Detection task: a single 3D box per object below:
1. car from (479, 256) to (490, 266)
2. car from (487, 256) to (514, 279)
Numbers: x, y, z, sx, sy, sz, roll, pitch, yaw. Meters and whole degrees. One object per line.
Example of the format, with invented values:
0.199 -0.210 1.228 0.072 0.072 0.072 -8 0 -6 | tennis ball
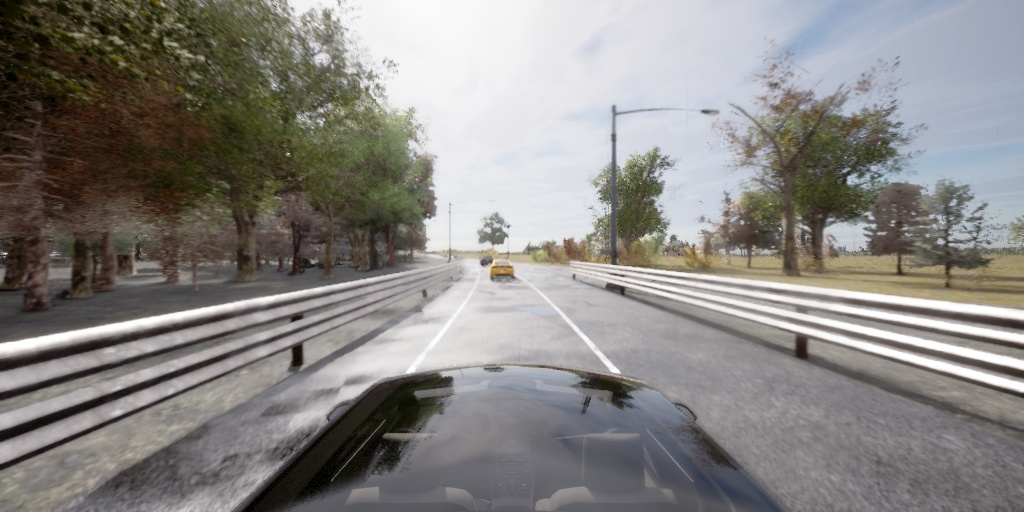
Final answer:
-4.157 0.713 58.363 2.097 1.767 4.553 0 0 -9 | car
-0.912 1.035 30.265 1.882 1.535 5.008 0 0 -5 | car
